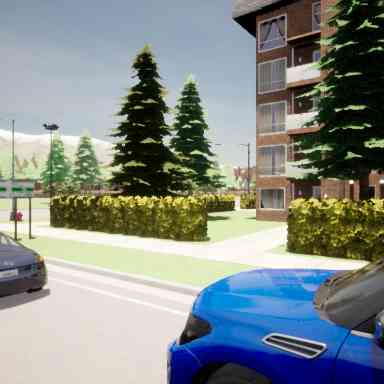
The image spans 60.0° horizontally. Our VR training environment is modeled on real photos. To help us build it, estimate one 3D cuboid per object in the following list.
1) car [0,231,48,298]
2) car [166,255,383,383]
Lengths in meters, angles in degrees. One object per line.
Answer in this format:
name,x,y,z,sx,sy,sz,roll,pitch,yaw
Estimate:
car,-5.207,1.564,7.672,4.181,1.385,1.994,0,0,36
car,2.411,1.221,2.270,5.566,2.045,2.150,0,0,36
